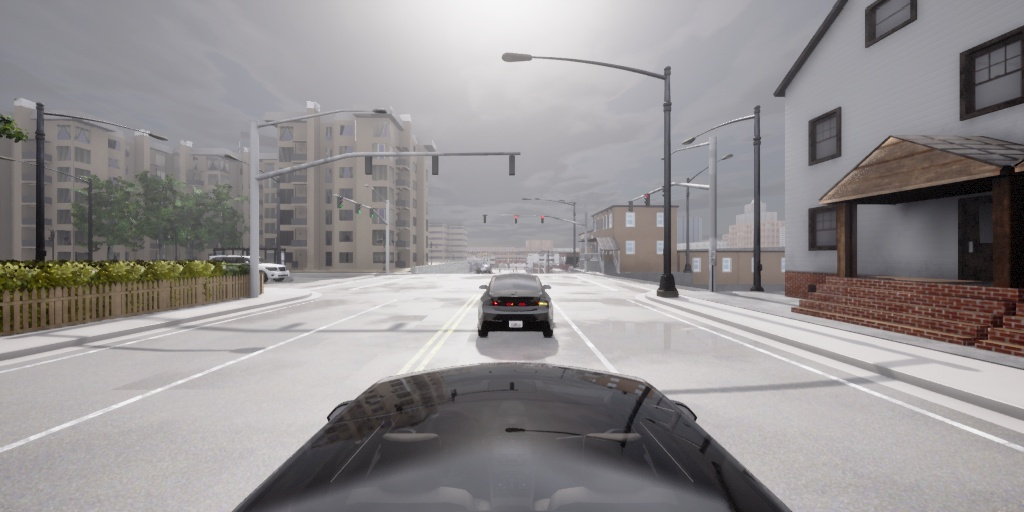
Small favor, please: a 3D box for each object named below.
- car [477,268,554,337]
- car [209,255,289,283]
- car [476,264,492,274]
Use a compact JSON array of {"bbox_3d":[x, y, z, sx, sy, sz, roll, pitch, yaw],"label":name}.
[{"bbox_3d":[0.095,1.255,10.319,1.837,1.490,4.892,0,0,0],"label":"car"},{"bbox_3d":[-19.946,0.971,27.017,5.566,2.045,2.150,0,0,1],"label":"car"},{"bbox_3d":[-3.600,1.755,47.134,2.128,1.511,4.902,0,-5,0],"label":"car"}]
